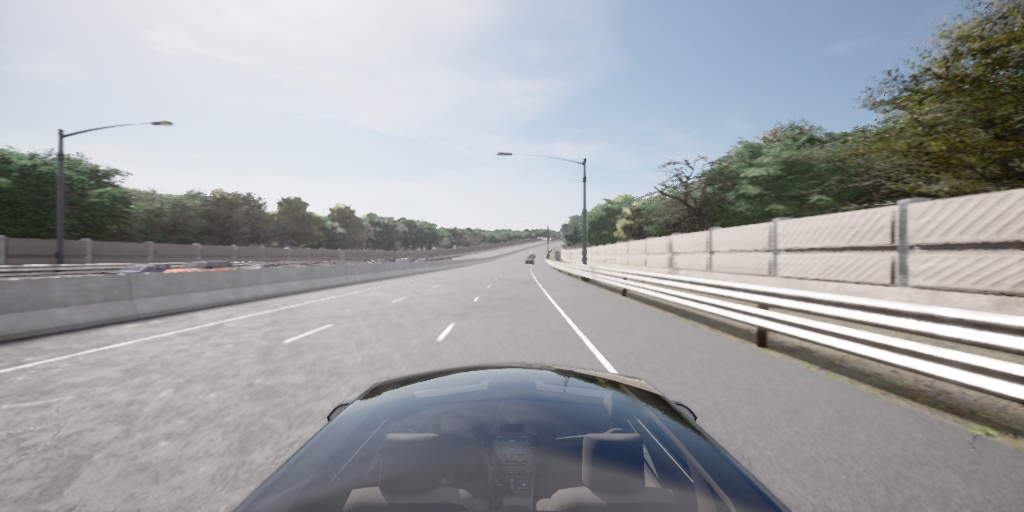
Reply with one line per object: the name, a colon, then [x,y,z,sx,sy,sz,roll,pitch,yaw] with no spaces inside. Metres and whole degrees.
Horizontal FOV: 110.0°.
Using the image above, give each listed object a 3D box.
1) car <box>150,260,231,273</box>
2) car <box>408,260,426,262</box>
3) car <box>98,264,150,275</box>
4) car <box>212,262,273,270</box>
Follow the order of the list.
car: [-20.882,1.085,24.197,2.097,1.767,4.553,0,0,1]
car: [-15.977,1.409,63.223,2.033,1.411,5.357,0,0,3]
car: [-24.398,1.268,23.909,2.033,1.411,5.357,0,0,1]
car: [-17.380,1.309,24.294,1.994,1.385,4.181,0,0,1]
